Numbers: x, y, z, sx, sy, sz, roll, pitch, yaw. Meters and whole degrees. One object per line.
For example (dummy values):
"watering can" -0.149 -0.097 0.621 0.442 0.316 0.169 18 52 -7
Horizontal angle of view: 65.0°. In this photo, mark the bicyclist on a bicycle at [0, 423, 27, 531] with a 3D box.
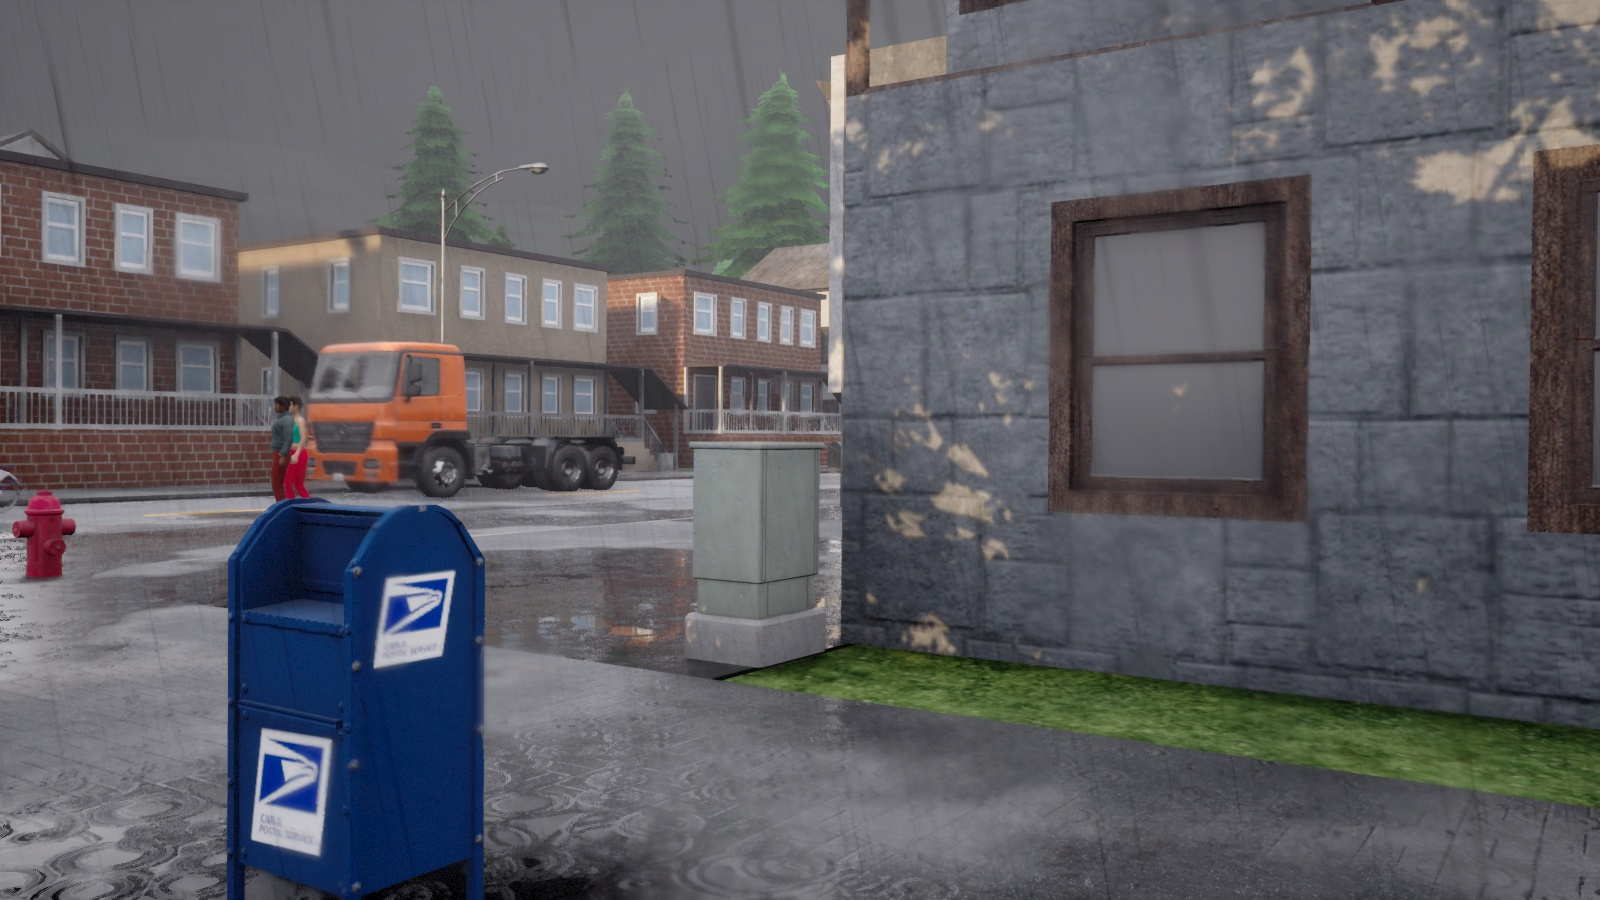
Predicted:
"bicyclist on a bicycle" -13.667 0.448 20.313 0.659 1.776 1.843 0 1 34

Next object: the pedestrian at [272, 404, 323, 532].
"pedestrian" -7.367 0.256 18.410 0.594 1.836 0.345 -1 1 -36

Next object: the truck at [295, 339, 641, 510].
"truck" -7.494 -0.588 29.643 2.891 3.462 7.936 0 1 33

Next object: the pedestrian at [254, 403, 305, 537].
"pedestrian" -7.312 0.267 17.629 0.614 1.847 0.353 -1 1 -26
